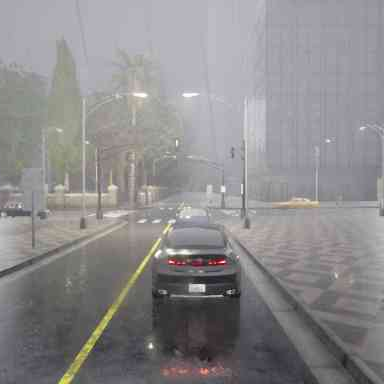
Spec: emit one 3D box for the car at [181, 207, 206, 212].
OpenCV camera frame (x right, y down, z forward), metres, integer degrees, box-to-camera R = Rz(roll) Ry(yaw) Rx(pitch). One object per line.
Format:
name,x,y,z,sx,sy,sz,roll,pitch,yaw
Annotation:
car,0.075,1.528,18.206,2.033,1.411,5.357,0,0,1

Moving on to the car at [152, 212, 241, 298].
car,0.093,1.500,8.475,1.837,1.490,4.892,0,0,0

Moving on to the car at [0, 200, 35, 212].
car,-20.453,1.588,38.046,4.206,1.307,1.802,0,1,0

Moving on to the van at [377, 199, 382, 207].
van,23.302,0.987,37.822,3.998,1.788,1.690,-1,1,0

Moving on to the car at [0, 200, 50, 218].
car,-14.959,1.593,29.492,4.403,1.369,2.008,0,1,0

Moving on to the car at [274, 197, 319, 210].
car,11.894,1.293,37.883,4.829,1.417,1.752,-1,1,0
